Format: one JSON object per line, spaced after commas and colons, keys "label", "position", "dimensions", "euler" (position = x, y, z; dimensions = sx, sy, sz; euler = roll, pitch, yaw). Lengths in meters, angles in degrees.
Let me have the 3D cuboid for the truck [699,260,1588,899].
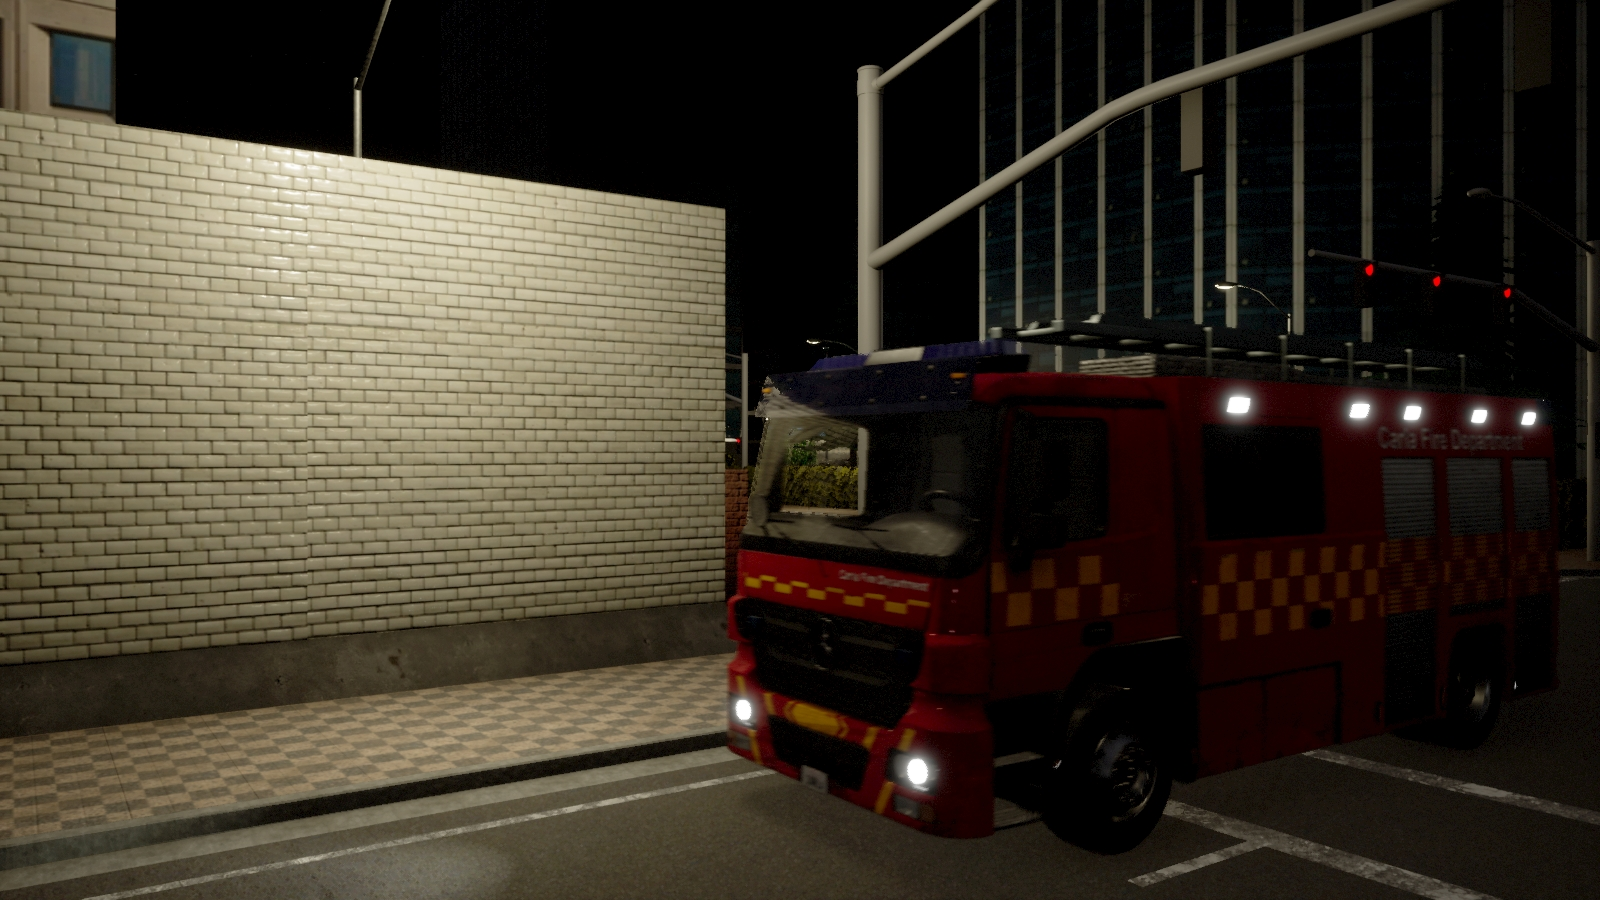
{"label": "truck", "position": [3.525, 0.846, 10.140], "dimensions": [8.468, 3.827, 2.891], "euler": [0, 0, -35]}
